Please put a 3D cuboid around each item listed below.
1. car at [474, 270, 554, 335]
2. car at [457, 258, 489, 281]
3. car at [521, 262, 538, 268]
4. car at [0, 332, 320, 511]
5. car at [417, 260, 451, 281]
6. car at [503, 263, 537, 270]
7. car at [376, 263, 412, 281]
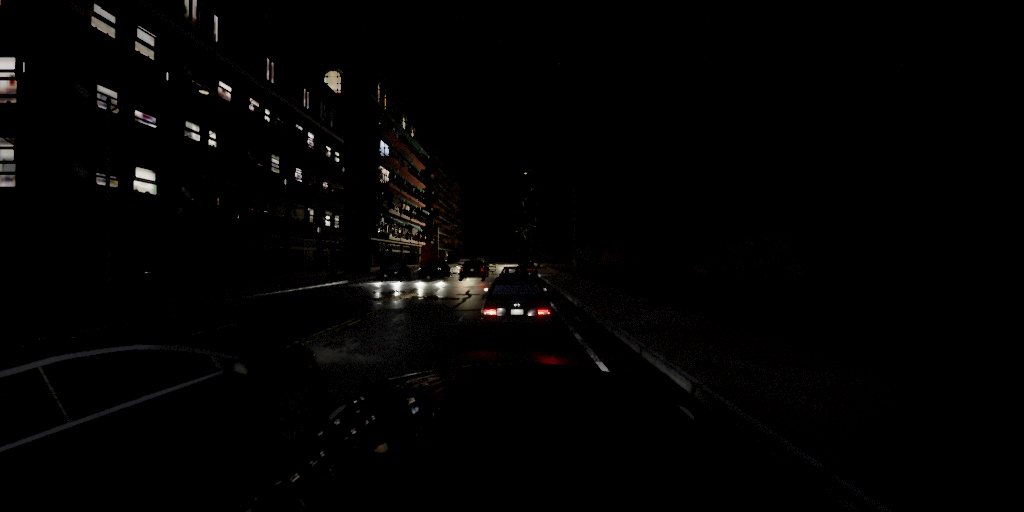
[{"bbox_3d":[0.110,1.299,10.525,2.033,1.411,5.357,0,0,0],"label":"car"},{"bbox_3d":[-3.124,1.107,30.154,2.097,1.767,4.553,0,0,0],"label":"car"},{"bbox_3d":[1.165,1.259,30.653,1.837,1.490,4.892,0,0,0],"label":"car"},{"bbox_3d":[-3.151,1.242,2.244,2.128,1.511,4.902,0,0,0],"label":"car"},{"bbox_3d":[-6.573,1.105,30.404,2.097,1.767,4.553,0,0,0],"label":"car"},{"bbox_3d":[0.118,1.300,20.886,2.033,1.411,5.357,0,0,0],"label":"car"},{"bbox_3d":[-9.823,1.279,30.182,1.812,1.442,4.674,0,0,0],"label":"car"}]
